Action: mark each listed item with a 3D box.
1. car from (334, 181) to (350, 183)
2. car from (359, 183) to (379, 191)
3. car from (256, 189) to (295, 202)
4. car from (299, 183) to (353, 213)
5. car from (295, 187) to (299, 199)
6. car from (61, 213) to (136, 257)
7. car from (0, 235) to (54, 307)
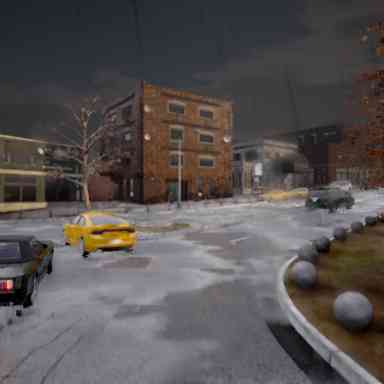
[{"bbox_3d":[23.635,-0.725,53.581,5.566,2.045,2.435,-4,2,-39],"label":"car"},{"bbox_3d":[32.240,-1.041,60.505,4.792,1.488,2.163,-4,2,-39],"label":"car"},{"bbox_3d":[10.519,0.437,43.052,5.366,1.575,1.946,-4,2,-39],"label":"car"},{"bbox_3d":[11.807,0.612,28.551,5.566,2.045,2.150,-4,2,-43],"label":"car"},{"bbox_3d":[14.824,0.136,46.500,5.366,1.575,1.946,-4,2,-39],"label":"car"},{"bbox_3d":[-3.944,1.575,13.621,1.882,1.535,5.008,1,-1,-33],"label":"car"},{"bbox_3d":[-4.424,1.653,7.745,1.895,1.301,4.718,0,0,-16],"label":"car"}]
